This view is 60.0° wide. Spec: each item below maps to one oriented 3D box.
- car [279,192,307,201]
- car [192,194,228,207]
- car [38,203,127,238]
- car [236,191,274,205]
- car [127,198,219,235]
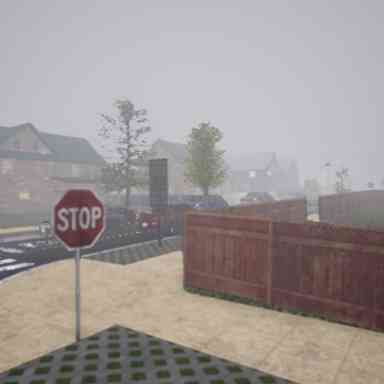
[{"bbox_3d":[12.163,0.689,39.725,2.033,1.411,5.357,-1,1,36],"label":"car"},{"bbox_3d":[0.757,0.958,23.945,2.097,1.767,4.553,-1,1,36],"label":"car"},{"bbox_3d":[-4.886,1.333,16.100,2.128,1.511,4.902,-1,1,36],"label":"car"},{"bbox_3d":[5.965,0.745,31.171,2.097,1.767,4.553,-1,1,36],"label":"car"},{"bbox_3d":[-0.770,1.243,16.766,1.812,1.442,4.674,-1,1,36],"label":"car"}]
